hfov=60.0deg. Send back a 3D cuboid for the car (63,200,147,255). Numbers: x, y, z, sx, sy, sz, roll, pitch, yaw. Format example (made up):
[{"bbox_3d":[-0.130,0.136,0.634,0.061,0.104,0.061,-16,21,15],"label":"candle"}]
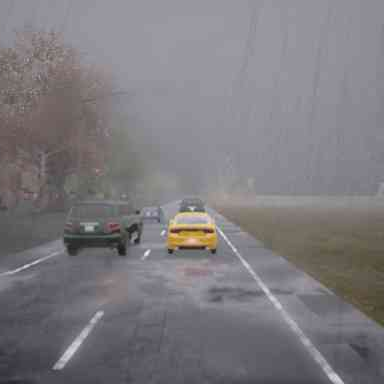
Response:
[{"bbox_3d":[-3.493,1.353,13.999,2.150,2.045,5.566,0,0,0],"label":"car"}]

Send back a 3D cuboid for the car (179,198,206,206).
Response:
[{"bbox_3d":[0.013,1.499,28.993,2.150,2.045,5.566,0,0,0],"label":"car"}]

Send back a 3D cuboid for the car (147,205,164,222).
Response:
[{"bbox_3d":[-3.487,1.830,28.984,2.033,1.411,5.357,0,-1,0],"label":"car"}]

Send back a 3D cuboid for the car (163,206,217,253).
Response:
[{"bbox_3d":[0.012,1.619,14.465,1.882,1.535,5.008,0,0,0],"label":"car"}]
